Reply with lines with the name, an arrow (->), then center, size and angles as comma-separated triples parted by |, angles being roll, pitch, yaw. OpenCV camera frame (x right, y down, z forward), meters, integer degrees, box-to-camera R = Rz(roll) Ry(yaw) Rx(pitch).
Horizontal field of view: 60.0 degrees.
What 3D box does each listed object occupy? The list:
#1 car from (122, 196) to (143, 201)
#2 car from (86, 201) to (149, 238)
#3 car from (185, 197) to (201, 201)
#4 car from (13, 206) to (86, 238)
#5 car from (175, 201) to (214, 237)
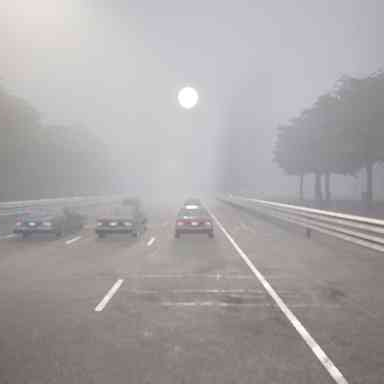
car -> -6.903, 1.173, 38.990 | 1.882, 1.535, 5.008 | 0, 1, 0
car -> -3.402, 1.417, 16.878 | 2.033, 1.411, 5.357 | 0, 0, 0
car -> 0.096, 1.266, 38.287 | 1.994, 1.385, 4.181 | 0, 0, 0
car -> -6.900, 1.417, 16.867 | 2.033, 1.411, 5.357 | 0, 0, 0
car -> 0.099, 1.417, 16.995 | 2.033, 1.411, 5.357 | 0, 0, 0
